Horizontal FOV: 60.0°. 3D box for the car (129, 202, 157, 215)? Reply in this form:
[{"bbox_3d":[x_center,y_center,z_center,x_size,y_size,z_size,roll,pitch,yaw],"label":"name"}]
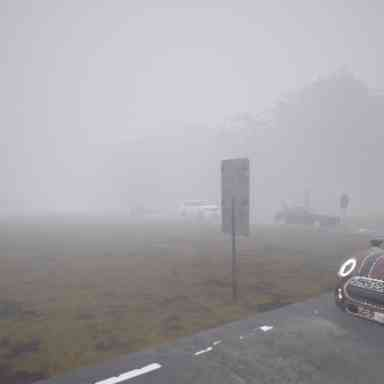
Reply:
[{"bbox_3d":[-7.316,2.491,47.428,1.837,1.490,4.892,-1,-1,-35],"label":"car"}]

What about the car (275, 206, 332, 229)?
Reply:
[{"bbox_3d":[8.522,1.805,24.933,1.882,1.535,5.008,-1,-1,-34],"label":"car"}]

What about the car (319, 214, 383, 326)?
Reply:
[{"bbox_3d":[4.787,1.358,6.429,4.553,1.767,2.097,0,0,-36],"label":"car"}]

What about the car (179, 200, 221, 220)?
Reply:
[{"bbox_3d":[0.770,1.863,35.930,2.150,2.045,5.566,-1,-1,-35],"label":"car"}]

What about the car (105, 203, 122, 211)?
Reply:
[{"bbox_3d":[-14.977,2.876,63.305,1.882,1.535,5.008,-1,-1,-35],"label":"car"}]

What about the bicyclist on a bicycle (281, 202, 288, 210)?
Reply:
[{"bbox_3d":[9.441,1.883,34.013,1.656,1.620,0.582,0,-1,-35],"label":"bicyclist on a bicycle"}]
